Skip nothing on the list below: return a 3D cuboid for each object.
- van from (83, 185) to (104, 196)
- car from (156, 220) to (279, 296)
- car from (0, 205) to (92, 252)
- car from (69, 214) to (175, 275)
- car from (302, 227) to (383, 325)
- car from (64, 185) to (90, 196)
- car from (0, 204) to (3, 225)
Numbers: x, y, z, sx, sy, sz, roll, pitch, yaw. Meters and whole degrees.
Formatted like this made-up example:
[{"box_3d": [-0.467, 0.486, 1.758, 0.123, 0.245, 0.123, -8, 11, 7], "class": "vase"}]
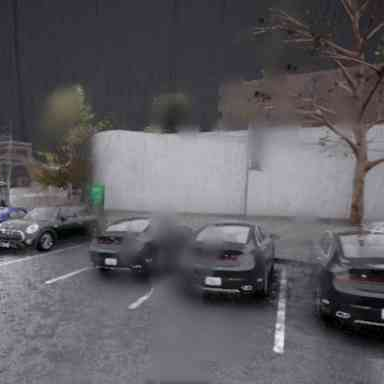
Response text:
[{"box_3d": [-19.892, -0.328, 67.118, 4.442, 1.987, 1.878, 4, 7, 40], "class": "van"}, {"box_3d": [1.103, 1.479, 8.708, 2.231, 1.521, 4.892, 0, -1, 17], "class": "car"}, {"box_3d": [-5.944, 1.354, 14.093, 2.185, 1.767, 4.553, 1, -1, 18], "class": "car"}, {"box_3d": [-1.271, 1.478, 10.470, 2.231, 1.521, 4.892, 0, -1, 17], "class": "car"}, {"box_3d": [3.494, 1.483, 6.965, 2.231, 1.521, 4.892, 0, -1, 16], "class": "car"}, {"box_3d": [-22.575, 0.051, 65.716, 5.008, 1.535, 2.097, 4, 7, 40], "class": "car"}, {"box_3d": [-15.129, 1.530, 21.527, 2.163, 1.488, 4.792, 0, -1, 20], "class": "car"}]
